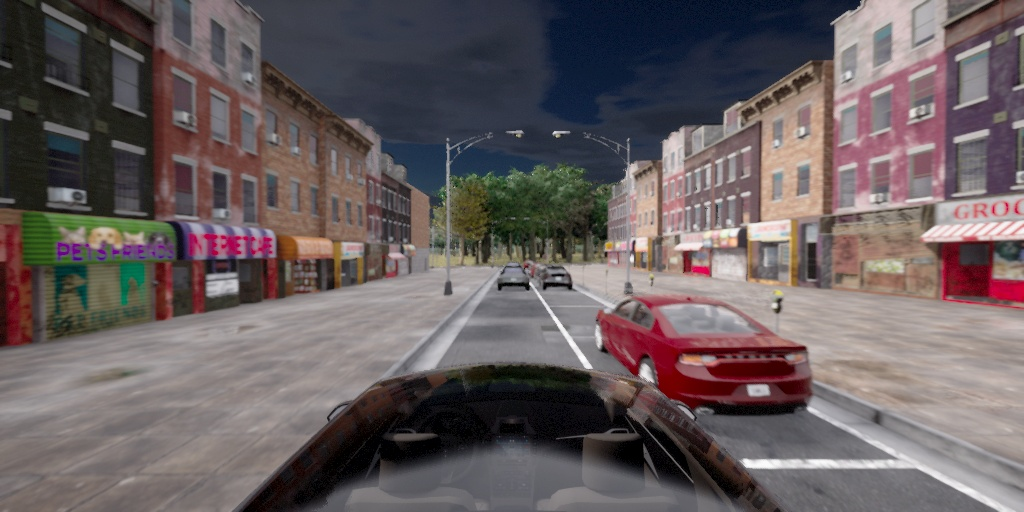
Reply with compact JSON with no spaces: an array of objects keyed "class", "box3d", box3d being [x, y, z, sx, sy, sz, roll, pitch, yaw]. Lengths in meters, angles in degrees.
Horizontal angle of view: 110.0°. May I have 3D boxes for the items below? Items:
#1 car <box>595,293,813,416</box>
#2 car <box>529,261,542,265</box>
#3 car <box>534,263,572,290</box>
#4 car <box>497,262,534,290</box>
[{"class":"car","box3d":[2.634,1.292,6.050,1.888,1.381,4.507,0,0,0]},{"class":"car","box3d":[2.625,1.296,27.675,2.007,1.370,4.403,0,0,0]},{"class":"car","box3d":[2.627,1.309,22.269,1.948,1.339,4.313,0,0,0]},{"class":"car","box3d":[0.089,1.308,22.527,1.994,1.385,4.181,0,0,0]}]
